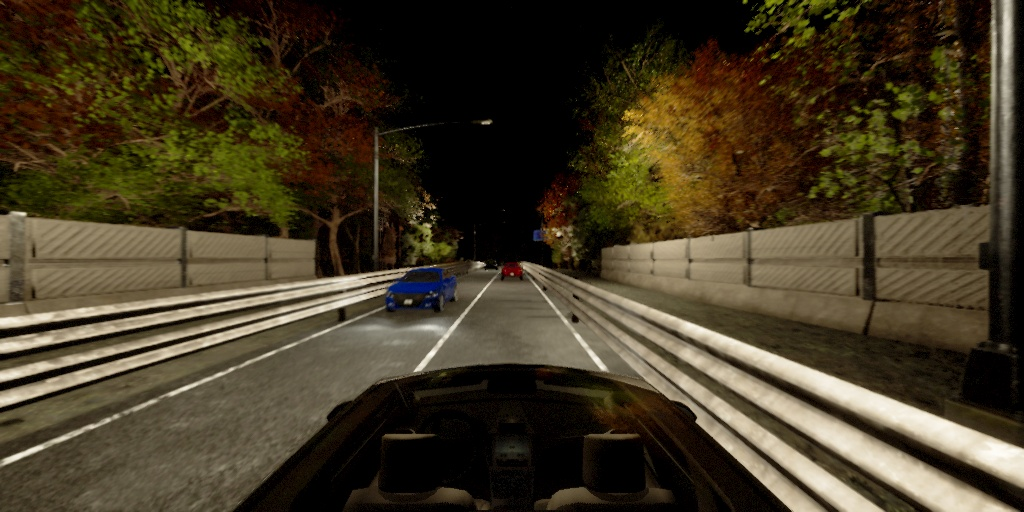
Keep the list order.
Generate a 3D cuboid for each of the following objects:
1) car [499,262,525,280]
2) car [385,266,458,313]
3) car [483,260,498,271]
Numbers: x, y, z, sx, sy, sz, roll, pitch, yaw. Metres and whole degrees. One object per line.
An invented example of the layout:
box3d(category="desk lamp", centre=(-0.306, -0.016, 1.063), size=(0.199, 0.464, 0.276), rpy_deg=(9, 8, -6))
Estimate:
box3d(category="car", centre=(0.004, 1.288, 30.763), size=(1.812, 1.442, 4.674), rpy_deg=(0, 0, 0))
box3d(category="car", centre=(-3.344, 1.197, 14.046), size=(1.882, 1.535, 5.008), rpy_deg=(0, 0, 0))
box3d(category="car", centre=(-3.286, 1.374, 56.317), size=(2.097, 1.767, 4.553), rpy_deg=(0, -1, 0))
